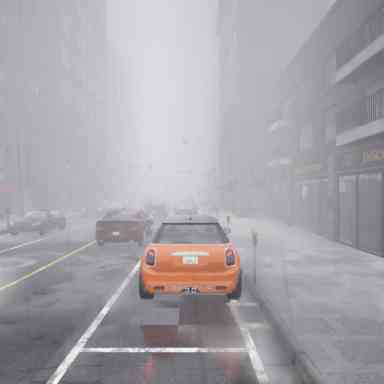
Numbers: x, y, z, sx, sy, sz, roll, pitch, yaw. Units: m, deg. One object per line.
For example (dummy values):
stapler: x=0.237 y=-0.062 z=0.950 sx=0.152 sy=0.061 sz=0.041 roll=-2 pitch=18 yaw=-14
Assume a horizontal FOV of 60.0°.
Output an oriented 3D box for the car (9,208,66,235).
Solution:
car: x=-8.408 y=1.582 z=18.538 sx=1.802 sy=1.307 sz=4.206 roll=0 pitch=0 yaw=0

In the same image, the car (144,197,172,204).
car: x=-3.020 y=1.478 z=29.162 sx=1.882 sy=1.535 sz=5.008 roll=0 pitch=0 yaw=0

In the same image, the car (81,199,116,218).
car: x=-8.408 y=1.440 z=29.575 sx=1.967 sy=1.590 sz=4.097 roll=0 pitch=0 yaw=0

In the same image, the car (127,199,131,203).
car: x=-8.408 y=1.551 z=40.611 sx=2.008 sy=1.369 sz=4.403 roll=0 pitch=0 yaw=0

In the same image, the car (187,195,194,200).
car: x=-0.383 y=1.575 z=90.427 sx=1.802 sy=1.307 sz=4.206 roll=0 pitch=0 yaw=0

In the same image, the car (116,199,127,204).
car: x=-8.408 y=1.525 z=34.923 sx=1.752 sy=1.417 sz=4.829 roll=0 pitch=0 yaw=0

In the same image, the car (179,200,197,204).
car: x=-0.383 y=1.551 z=24.063 sx=2.008 sy=1.369 sz=4.403 roll=0 pitch=0 yaw=0

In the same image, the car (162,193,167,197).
car: x=-8.408 y=1.519 z=90.251 sx=1.752 sy=1.417 sz=4.829 roll=0 pitch=0 yaw=0

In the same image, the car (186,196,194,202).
car: x=-0.383 y=1.579 z=79.064 sx=1.802 sy=1.307 sz=4.206 roll=0 pitch=0 yaw=0

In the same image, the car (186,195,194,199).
car: x=-0.383 y=1.440 z=35.101 sx=1.967 sy=1.590 sz=4.097 roll=0 pitch=0 yaw=0

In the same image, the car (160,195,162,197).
car: x=-8.408 y=1.543 z=73.374 sx=1.887 sy=1.381 sz=4.507 roll=0 pitch=0 yaw=0

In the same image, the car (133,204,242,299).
car: x=-0.033 y=1.353 z=8.620 sx=2.097 sy=1.767 sz=4.553 roll=0 pitch=0 yaw=0

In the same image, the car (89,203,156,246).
car: x=-2.921 y=1.478 z=15.298 sx=1.882 sy=1.535 sz=5.008 roll=0 pitch=-1 yaw=0

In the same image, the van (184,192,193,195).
van: x=-0.383 y=1.339 z=67.702 sx=1.690 sy=1.788 sz=3.998 roll=0 pitch=0 yaw=0

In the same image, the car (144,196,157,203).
car: x=-8.408 y=1.549 z=67.693 sx=2.008 sy=1.369 sz=4.403 roll=0 pitch=0 yaw=0
